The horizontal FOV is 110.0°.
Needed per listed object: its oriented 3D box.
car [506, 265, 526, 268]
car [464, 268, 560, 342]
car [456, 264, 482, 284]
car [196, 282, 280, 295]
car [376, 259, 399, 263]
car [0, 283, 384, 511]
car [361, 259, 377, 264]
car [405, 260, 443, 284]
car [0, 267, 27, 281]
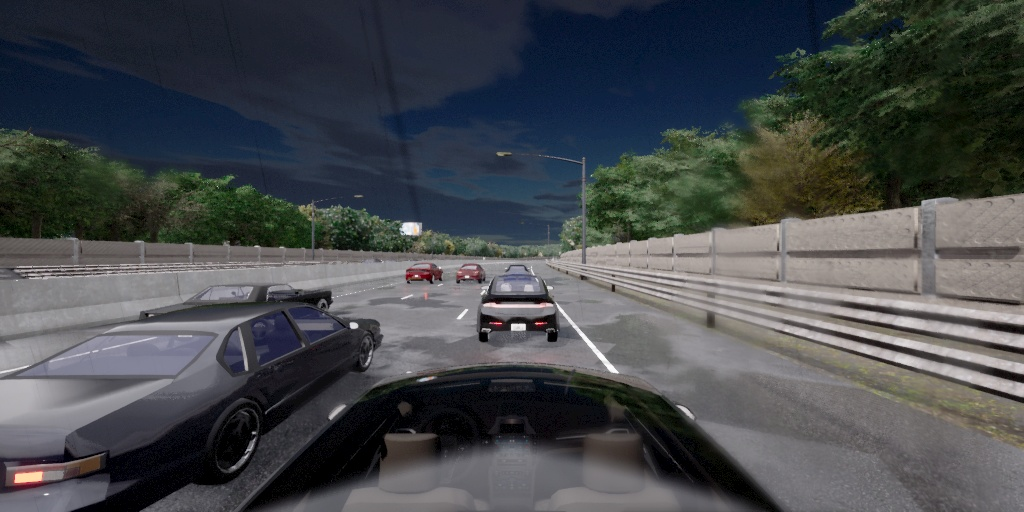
[{"bbox_3d":[0.405,1.334,26.761,1.994,1.385,4.181,0,0,1],"label":"car"},{"bbox_3d":[0.147,1.244,9.749,2.128,1.511,4.902,0,0,0],"label":"car"},{"bbox_3d":[-3.092,1.295,27.374,1.812,1.442,4.674,0,0,1],"label":"car"},{"bbox_3d":[-6.856,1.352,9.763,1.895,1.301,4.718,0,0,0],"label":"car"},{"bbox_3d":[-19.612,1.367,58.251,2.128,1.511,4.902,0,0,3],"label":"car"},{"bbox_3d":[-3.374,1.297,4.545,2.033,1.411,5.357,0,0,-1],"label":"car"},{"bbox_3d":[-23.077,1.233,58.970,2.097,1.767,4.553,0,0,3],"label":"car"},{"bbox_3d":[-6.584,1.245,27.382,1.882,1.535,5.008,0,0,1],"label":"car"},{"bbox_3d":[-17.544,1.102,10.574,2.097,1.767,4.553,0,0,1],"label":"car"}]
